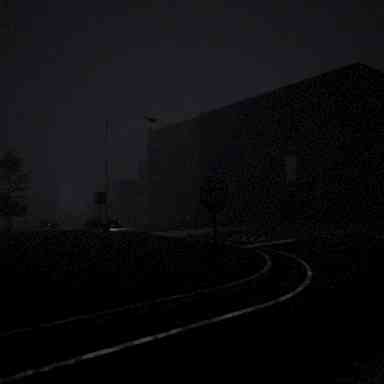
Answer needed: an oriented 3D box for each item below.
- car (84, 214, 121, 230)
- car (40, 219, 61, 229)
[{"bbox_3d":[-8.626,2.835,31.726,2.033,1.411,5.357,0,-5,-37],"label":"car"},{"bbox_3d":[-20.316,4.535,47.576,1.882,1.535,5.008,0,-5,-37],"label":"car"}]
